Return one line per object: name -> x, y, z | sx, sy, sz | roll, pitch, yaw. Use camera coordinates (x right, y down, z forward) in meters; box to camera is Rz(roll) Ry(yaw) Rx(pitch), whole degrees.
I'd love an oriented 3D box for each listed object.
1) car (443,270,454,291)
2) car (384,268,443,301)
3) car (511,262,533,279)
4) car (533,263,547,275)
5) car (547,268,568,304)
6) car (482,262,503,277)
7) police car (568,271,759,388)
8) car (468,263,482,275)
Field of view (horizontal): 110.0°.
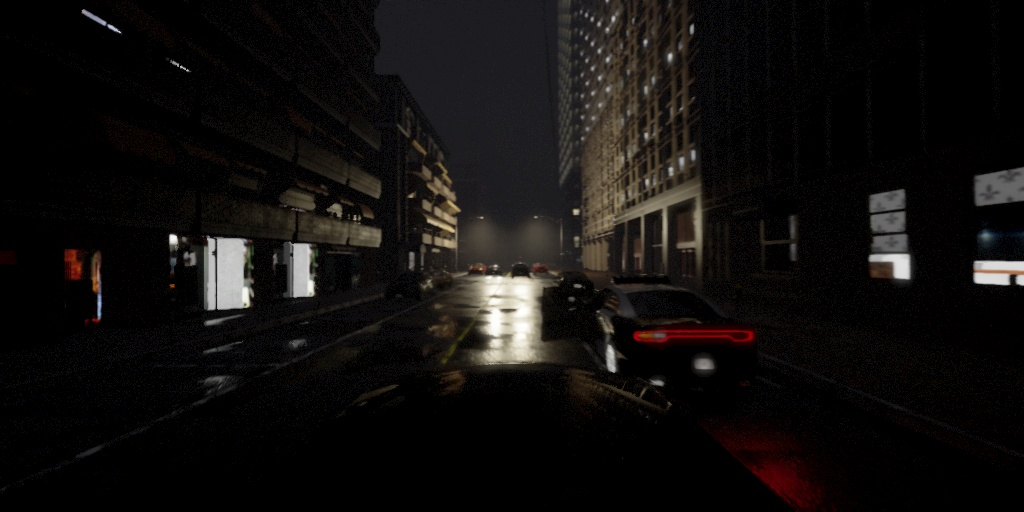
car -> -5.139, 1.540, 24.515 | 1.751, 1.417, 4.829 | 0, 0, 1
car -> -5.262, 1.526, 19.038 | 1.948, 1.339, 4.313 | 0, 0, 1
car -> 0.939, 1.580, 38.268 | 1.882, 1.535, 5.008 | 0, 0, 1
car -> 3.751, 1.714, 47.084 | 1.888, 1.381, 4.507 | 0, 0, 1
car -> 3.117, 1.456, 18.851 | 1.948, 1.339, 4.313 | 0, 0, 1
car -> -2.075, 1.739, 42.976 | 1.994, 1.385, 4.181 | 0, -1, 2
police car -> 2.525, 1.207, 7.192 | 1.930, 1.638, 5.238 | -1, -1, 1
car -> -4.627, 1.678, 47.272 | 1.967, 1.591, 4.097 | 0, 0, 1
